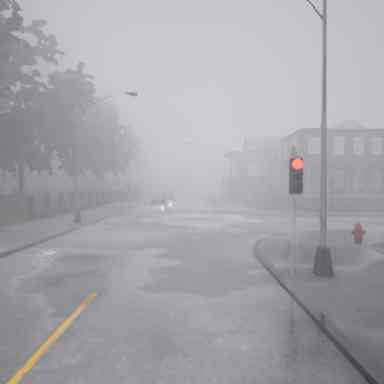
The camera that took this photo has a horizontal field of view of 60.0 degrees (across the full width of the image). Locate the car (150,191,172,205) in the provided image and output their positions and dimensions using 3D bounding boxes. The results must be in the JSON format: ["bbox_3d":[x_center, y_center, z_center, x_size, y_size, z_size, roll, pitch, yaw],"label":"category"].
[{"bbox_3d":[-4.071,0.907,41.983,2.033,1.411,5.357,0,1,0],"label":"car"}]

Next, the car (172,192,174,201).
[{"bbox_3d":[-4.009,0.639,55.973,2.128,1.511,4.902,0,1,0],"label":"car"}]
